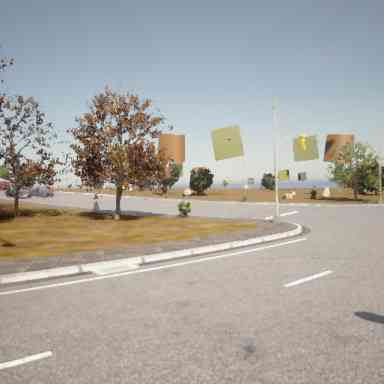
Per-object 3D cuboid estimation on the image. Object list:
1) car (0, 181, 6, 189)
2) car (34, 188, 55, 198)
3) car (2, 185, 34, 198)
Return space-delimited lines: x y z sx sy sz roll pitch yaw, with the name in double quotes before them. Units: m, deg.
"car" -42.364 -1.395 71.636 5.566 2.045 2.150 2 2 17
"car" -23.719 0.145 52.093 5.357 1.411 2.033 3 4 37
"car" -25.847 0.213 49.315 4.674 1.442 1.812 3 4 37
